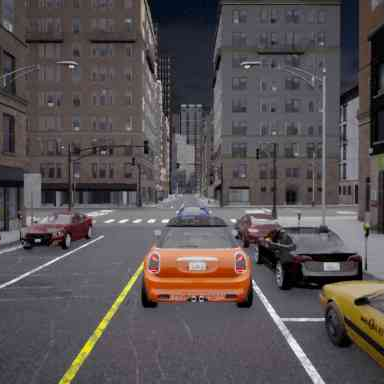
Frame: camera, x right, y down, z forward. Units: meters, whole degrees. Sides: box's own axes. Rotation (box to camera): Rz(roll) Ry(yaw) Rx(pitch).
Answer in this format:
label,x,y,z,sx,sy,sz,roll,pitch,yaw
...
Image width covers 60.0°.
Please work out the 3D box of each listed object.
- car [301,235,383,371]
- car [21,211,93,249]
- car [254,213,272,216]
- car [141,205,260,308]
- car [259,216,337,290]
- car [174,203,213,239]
label,x,y,z,sx,sy,sz,roll,pitch,yaw
car,2.866,1.524,3.484,1.752,1.417,4.829,-1,0,0
car,-5.679,1.541,14.483,1.887,1.381,4.507,-1,0,0
car,2.866,1.578,14.486,1.802,1.307,4.206,-1,0,0
car,0.097,1.350,8.097,2.097,1.767,4.553,0,0,0
car,2.866,1.564,8.900,1.947,1.339,4.313,-1,0,0
car,0.099,1.473,18.385,1.882,1.535,5.008,0,0,1
